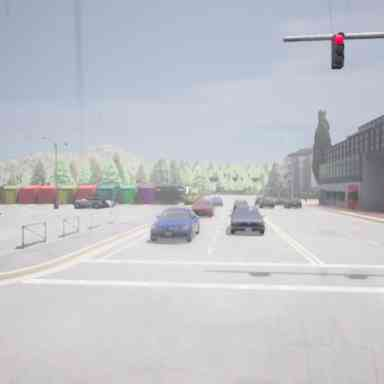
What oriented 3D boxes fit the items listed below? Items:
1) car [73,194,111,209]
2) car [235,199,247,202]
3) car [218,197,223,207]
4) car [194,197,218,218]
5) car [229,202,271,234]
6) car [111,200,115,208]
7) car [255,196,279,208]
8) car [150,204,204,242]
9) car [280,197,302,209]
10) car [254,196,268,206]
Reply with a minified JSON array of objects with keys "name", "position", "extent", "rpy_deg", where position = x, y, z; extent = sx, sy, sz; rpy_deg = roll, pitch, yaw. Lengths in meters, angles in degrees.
[{"name":"car","position":[-12.428,1.149,40.797],"extent":[3.866,1.878,1.905],"rpy_deg":[0,0,6]},{"name":"car","position":[5.612,1.530,38.091],"extent":[2.033,1.411,5.357],"rpy_deg":[0,0,8]},{"name":"car","position":[3.717,1.505,49.938],"extent":[1.812,1.442,4.674],"rpy_deg":[0,0,8]},{"name":"car","position":[1.010,1.466,30.012],"extent":[1.882,1.535,5.008],"rpy_deg":[0,0,8]},{"name":"car","position":[3.173,1.538,19.456],"extent":[2.033,1.411,5.357],"rpy_deg":[0,0,7]},{"name":"car","position":[-12.113,1.387,43.675],"extent":[3.806,1.475,1.970],"rpy_deg":[0,0,6]},{"name":"car","position":[10.334,1.468,46.053],"extent":[2.128,1.511,4.902],"rpy_deg":[0,0,8]},{"name":"car","position":[-0.683,1.520,16.452],"extent":[1.812,1.442,4.674],"rpy_deg":[0,0,8]},{"name":"car","position":[13.793,1.466,45.502],"extent":[2.128,1.511,4.902],"rpy_deg":[0,0,8]},{"name":"car","position":[11.600,1.477,56.079],"extent":[1.837,1.490,4.892],"rpy_deg":[0,0,7]}]
